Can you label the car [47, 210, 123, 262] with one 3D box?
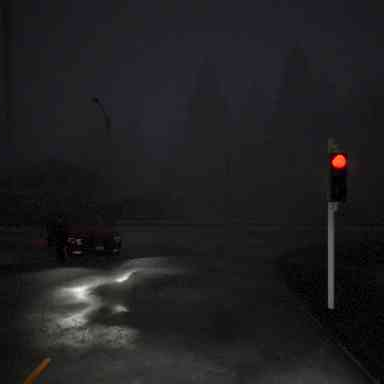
[{"bbox_3d":[-4.170,1.478,12.504,1.882,1.535,5.008,3,-1,-32],"label":"car"}]
